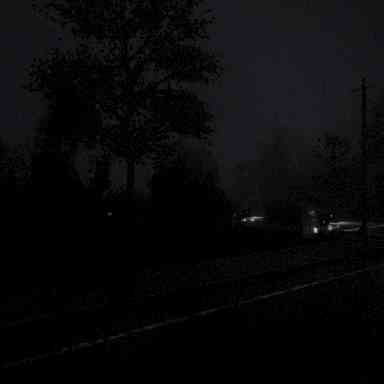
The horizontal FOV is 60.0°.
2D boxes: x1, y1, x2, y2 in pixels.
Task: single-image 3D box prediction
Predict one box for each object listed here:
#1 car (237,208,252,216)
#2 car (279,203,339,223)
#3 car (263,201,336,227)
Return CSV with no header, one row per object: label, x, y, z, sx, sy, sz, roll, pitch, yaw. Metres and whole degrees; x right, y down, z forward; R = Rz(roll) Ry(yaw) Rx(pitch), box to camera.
car,3.929,1.769,33.222,1.994,1.385,4.181,0,-1,-41
car,9.323,1.651,26.772,1.994,1.385,4.181,0,-1,-39
car,7.309,1.426,23.648,2.097,1.767,4.553,0,-1,-38
